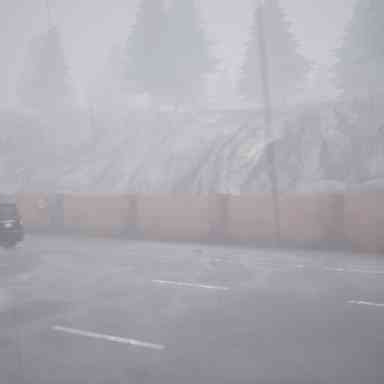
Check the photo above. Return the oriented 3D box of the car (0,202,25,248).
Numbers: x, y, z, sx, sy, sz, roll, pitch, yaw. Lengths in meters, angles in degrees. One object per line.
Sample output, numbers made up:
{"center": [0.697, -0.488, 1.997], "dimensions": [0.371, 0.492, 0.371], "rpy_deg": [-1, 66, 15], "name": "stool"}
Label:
{"center": [-9.847, 1.424, 14.371], "dimensions": [5.566, 2.045, 2.150], "rpy_deg": [0, -1, 22], "name": "car"}
